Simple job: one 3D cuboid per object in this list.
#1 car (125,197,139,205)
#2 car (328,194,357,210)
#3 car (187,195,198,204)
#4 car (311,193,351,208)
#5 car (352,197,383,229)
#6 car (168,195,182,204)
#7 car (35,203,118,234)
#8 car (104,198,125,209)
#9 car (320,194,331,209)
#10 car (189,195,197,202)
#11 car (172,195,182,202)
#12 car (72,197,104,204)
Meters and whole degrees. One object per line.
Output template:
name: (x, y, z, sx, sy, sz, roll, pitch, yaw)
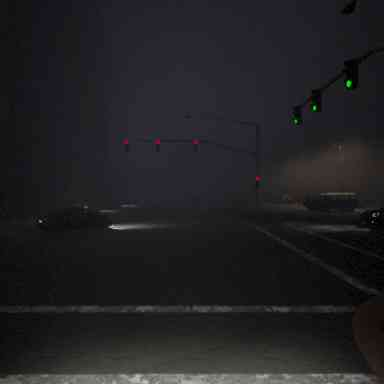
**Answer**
car: (-10.466, 1.544, 57.577, 1.994, 1.385, 4.181, 0, 0, 2)
car: (21.798, 1.434, 46.707, 3.806, 1.475, 1.970, 0, 0, 1)
car: (0.124, 1.330, 63.796, 2.097, 1.767, 4.553, 0, 0, 0)
car: (21.827, 1.190, 52.285, 4.605, 1.855, 1.932, 0, 0, 1)
car: (13.260, 1.400, 21.362, 4.553, 1.767, 2.097, 0, 0, 1)
car: (-3.376, 1.330, 63.820, 2.097, 1.767, 4.553, 0, 0, 0)
car: (-6.880, 1.582, 19.579, 1.994, 1.385, 4.181, 0, 0, 45)
car: (-10.609, 1.532, 43.212, 2.033, 1.411, 5.357, 0, 0, 0)
car: (21.840, 1.402, 49.602, 3.905, 1.438, 1.784, 0, 0, 1)
car: (0.195, 1.336, 73.924, 1.837, 1.490, 4.892, 0, 0, 0)
car: (-3.305, 1.432, 73.979, 1.895, 1.301, 4.718, 0, 0, 0)
car: (-10.678, 1.340, 32.958, 2.097, 1.767, 4.553, 0, 0, 0)
